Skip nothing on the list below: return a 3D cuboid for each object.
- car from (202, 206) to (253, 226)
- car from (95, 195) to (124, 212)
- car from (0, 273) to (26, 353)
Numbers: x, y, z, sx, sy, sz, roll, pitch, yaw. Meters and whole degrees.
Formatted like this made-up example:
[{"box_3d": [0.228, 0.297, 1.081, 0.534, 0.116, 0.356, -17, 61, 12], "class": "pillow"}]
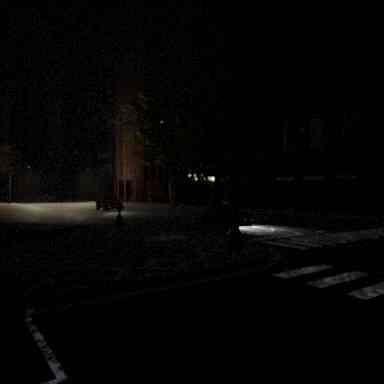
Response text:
[{"box_3d": [2.564, 1.738, 25.052, 1.994, 1.385, 4.181, 0, 0, -36], "class": "car"}, {"box_3d": [-10.946, 1.462, 43.737, 2.150, 2.045, 5.566, 0, 0, -36], "class": "car"}, {"box_3d": [-4.265, 1.541, 3.599, 4.403, 1.369, 2.008, 0, -1, -36], "class": "car"}]
